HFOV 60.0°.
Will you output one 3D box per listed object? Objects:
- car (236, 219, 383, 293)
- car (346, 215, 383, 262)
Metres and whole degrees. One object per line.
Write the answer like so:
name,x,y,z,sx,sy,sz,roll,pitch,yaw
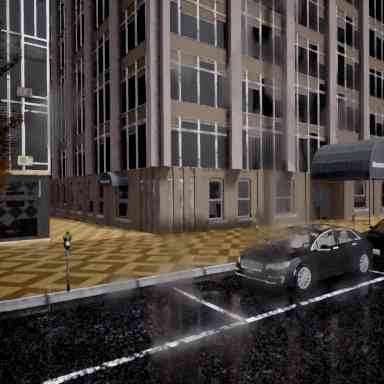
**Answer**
car,3.091,1.549,8.784,4.403,1.369,2.008,0,-1,-36
car,7.716,1.563,12.088,4.313,1.339,1.947,0,-1,-36
